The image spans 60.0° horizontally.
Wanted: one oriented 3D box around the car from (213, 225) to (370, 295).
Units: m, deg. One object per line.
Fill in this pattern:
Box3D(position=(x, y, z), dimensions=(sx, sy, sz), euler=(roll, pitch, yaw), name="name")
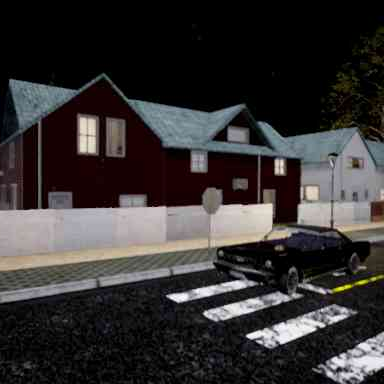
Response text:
Box3D(position=(2.804, 1.598, 8.866), dimensions=(4.718, 1.301, 1.895), euler=(0, 0, -39), name="car")
